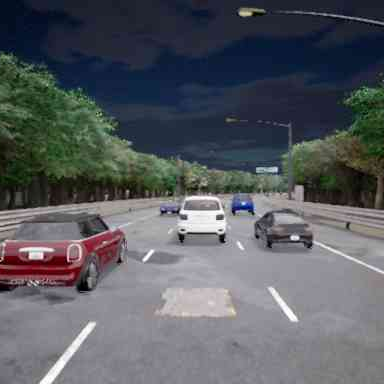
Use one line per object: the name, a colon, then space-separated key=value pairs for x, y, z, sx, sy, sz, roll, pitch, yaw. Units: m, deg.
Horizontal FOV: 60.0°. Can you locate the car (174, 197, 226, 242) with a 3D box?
car: x=0.512 y=1.244 z=16.818 sx=2.150 sy=2.045 sz=5.566 roll=0 pitch=0 yaw=2

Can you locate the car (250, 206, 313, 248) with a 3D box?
car: x=3.931 y=1.549 z=14.737 sx=1.812 sy=1.442 sz=4.674 roll=0 pitch=0 yaw=2

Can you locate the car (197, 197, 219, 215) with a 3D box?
car: x=1.729 y=1.390 z=34.721 sx=2.097 sy=1.767 sz=4.553 roll=0 pitch=0 yaw=5

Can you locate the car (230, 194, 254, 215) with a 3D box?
car: x=5.240 y=1.263 z=34.882 sx=2.150 sy=2.045 sz=5.566 roll=0 pitch=0 yaw=5

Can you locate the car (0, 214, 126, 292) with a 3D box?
car: x=-3.236 y=1.360 z=9.128 sx=2.097 sy=1.767 sz=4.553 roll=0 pitch=0 yaw=1

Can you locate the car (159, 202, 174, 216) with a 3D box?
car: x=-1.931 y=1.634 z=33.175 sx=1.895 sy=1.301 sz=4.718 roll=0 pitch=0 yaw=5
